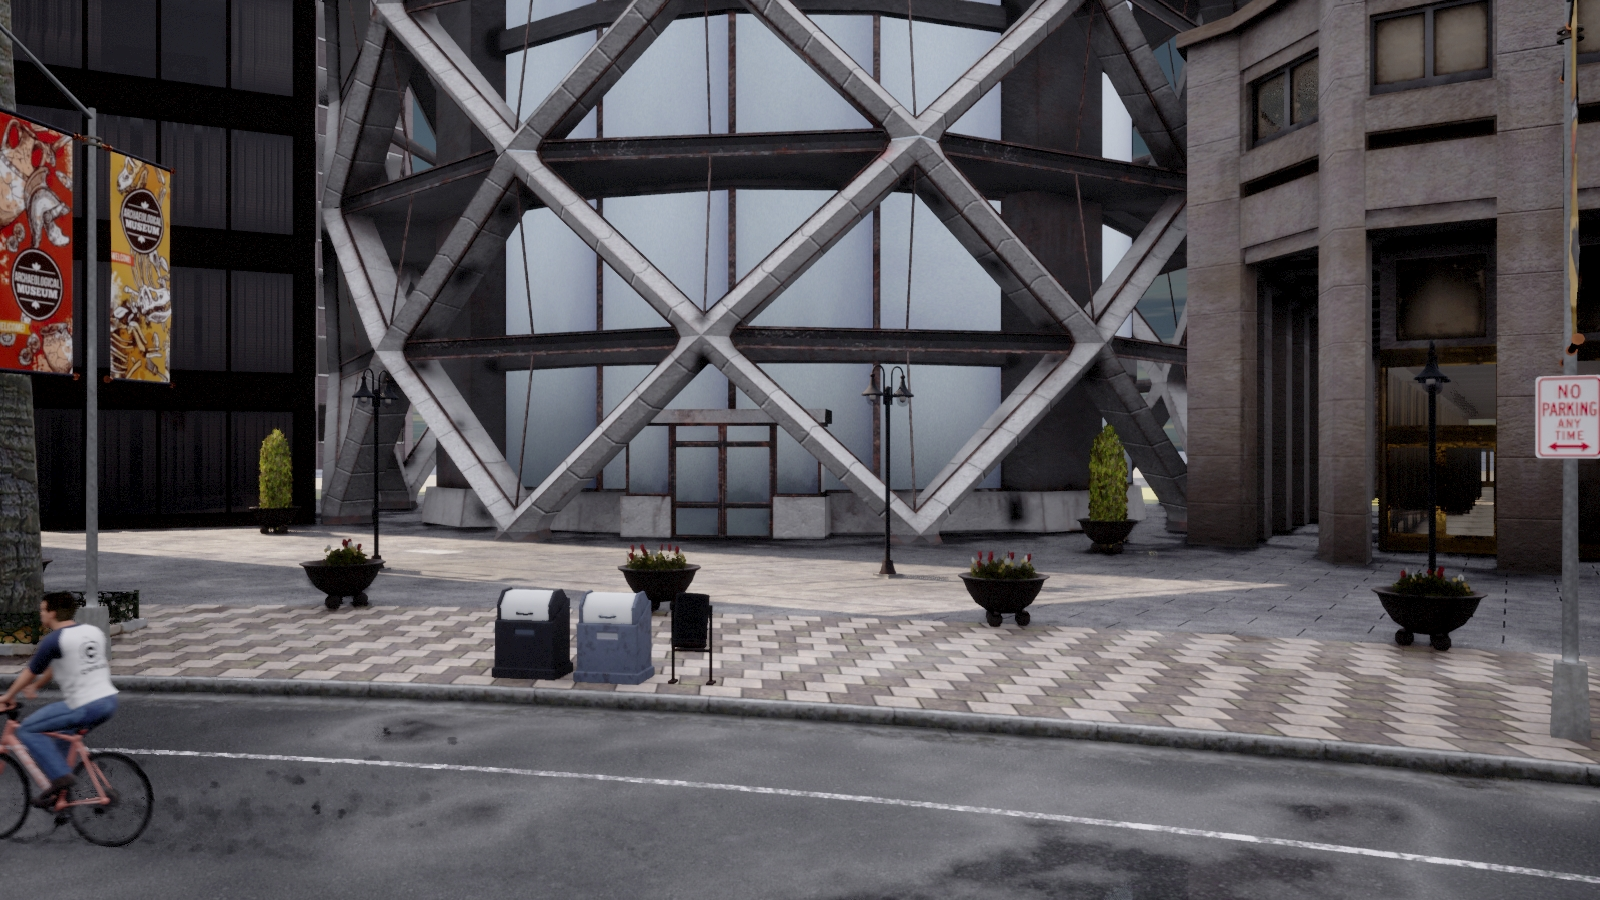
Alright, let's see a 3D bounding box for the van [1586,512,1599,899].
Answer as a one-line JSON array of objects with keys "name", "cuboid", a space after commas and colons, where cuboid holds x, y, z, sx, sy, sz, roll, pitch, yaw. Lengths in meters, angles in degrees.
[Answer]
[{"name": "van", "cuboid": [5.891, 1.534, 3.067, 5.915, 2.561, 1.988, 0, 0, 13]}]
